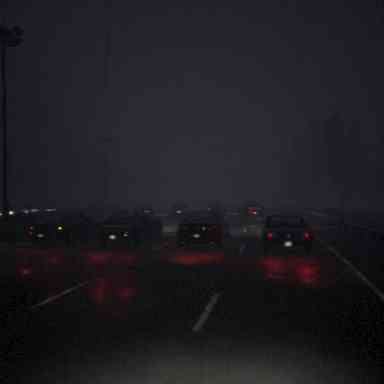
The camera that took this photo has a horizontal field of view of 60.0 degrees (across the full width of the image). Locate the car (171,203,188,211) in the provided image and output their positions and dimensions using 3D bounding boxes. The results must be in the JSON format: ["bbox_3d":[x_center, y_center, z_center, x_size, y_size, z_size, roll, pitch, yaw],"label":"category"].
[{"bbox_3d":[-1.272,1.817,32.803,1.994,1.385,4.181,-1,0,-1],"label":"car"}]

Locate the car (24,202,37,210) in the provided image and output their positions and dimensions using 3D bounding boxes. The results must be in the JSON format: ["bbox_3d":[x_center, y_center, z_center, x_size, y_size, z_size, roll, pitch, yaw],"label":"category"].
[{"bbox_3d":[-27.895,2.388,57.590,1.994,1.385,4.181,-1,0,-23],"label":"car"}]

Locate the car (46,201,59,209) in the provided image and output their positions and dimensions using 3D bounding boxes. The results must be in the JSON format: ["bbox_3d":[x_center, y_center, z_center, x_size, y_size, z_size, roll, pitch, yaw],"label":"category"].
[{"bbox_3d":[-24.726,2.351,59.069,1.994,1.385,4.181,-1,0,-23],"label":"car"}]

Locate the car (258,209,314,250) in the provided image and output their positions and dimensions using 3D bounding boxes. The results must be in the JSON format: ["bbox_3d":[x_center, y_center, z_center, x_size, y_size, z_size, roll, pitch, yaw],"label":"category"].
[{"bbox_3d":[4.009,1.645,14.563,1.895,1.301,4.718,-1,0,11],"label":"car"}]

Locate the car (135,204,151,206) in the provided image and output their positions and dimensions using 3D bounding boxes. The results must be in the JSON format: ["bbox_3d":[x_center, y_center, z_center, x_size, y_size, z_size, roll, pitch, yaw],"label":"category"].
[{"bbox_3d":[-4.756,1.850,32.480,2.033,1.411,5.357,-1,0,0],"label":"car"}]

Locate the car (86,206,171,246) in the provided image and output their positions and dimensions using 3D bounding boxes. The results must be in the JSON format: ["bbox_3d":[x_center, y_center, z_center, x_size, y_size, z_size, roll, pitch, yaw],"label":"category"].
[{"bbox_3d":[-2.826,1.650,16.137,2.128,1.511,4.902,-1,0,11],"label":"car"}]

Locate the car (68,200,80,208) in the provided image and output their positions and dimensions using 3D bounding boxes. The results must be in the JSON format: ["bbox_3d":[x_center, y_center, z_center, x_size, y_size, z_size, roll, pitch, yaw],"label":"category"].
[{"bbox_3d":[-21.659,2.247,60.818,2.128,1.511,4.902,-1,0,-23],"label":"car"}]

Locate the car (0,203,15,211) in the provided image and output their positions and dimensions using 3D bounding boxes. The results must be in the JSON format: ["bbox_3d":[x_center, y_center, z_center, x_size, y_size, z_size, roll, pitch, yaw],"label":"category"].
[{"bbox_3d":[-30.748,2.454,55.496,1.895,1.301,4.718,-1,0,-23],"label":"car"}]

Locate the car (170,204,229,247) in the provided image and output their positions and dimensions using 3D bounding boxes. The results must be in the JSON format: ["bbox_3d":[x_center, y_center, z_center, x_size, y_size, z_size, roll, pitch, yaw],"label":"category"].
[{"bbox_3d":[0.633,1.580,15.622,1.882,1.535,5.008,-1,0,11],"label":"car"}]

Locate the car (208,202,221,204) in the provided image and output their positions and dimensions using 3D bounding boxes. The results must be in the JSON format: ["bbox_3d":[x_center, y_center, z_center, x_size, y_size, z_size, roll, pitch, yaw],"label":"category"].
[{"bbox_3d":[2.225,1.727,32.886,1.812,1.442,4.674,-1,0,-1],"label":"car"}]

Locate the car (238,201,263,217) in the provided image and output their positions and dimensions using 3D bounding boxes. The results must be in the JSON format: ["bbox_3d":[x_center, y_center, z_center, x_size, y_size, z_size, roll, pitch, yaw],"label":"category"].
[{"bbox_3d":[5.727,1.657,32.827,1.837,1.490,4.892,-1,0,-1],"label":"car"}]

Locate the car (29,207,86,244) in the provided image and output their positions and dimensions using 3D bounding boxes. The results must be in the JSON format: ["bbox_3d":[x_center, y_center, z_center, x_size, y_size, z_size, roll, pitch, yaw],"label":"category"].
[{"bbox_3d":[-6.240,1.740,16.927,1.812,1.442,4.674,-1,0,11],"label":"car"}]
